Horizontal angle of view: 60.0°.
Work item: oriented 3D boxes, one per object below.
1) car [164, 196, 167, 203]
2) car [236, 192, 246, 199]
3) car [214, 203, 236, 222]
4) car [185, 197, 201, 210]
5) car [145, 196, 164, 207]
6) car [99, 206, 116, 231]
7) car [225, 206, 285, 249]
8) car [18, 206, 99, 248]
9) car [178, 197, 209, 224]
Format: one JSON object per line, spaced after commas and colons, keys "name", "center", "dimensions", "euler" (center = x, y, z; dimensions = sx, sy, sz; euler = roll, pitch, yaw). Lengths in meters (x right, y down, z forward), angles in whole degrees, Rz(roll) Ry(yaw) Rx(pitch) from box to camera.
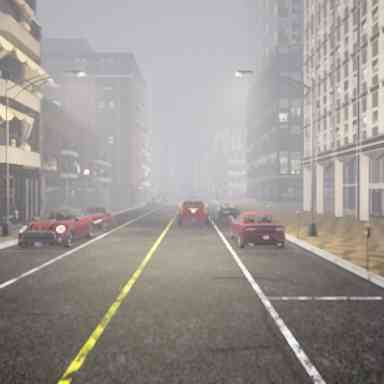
{"name": "car", "center": [-5.698, 1.446, 53.838], "dimensions": [2.008, 1.369, 4.403], "euler": [0, 0, 0]}
{"name": "car", "center": [14.683, 0.871, 86.718], "dimensions": [5.009, 1.841, 2.192], "euler": [-1, 1, 0]}
{"name": "car", "center": [2.685, 1.496, 25.597], "dimensions": [2.008, 1.369, 4.403], "euler": [0, 0, 0]}
{"name": "car", "center": [0.095, 1.391, 42.333], "dimensions": [1.882, 1.535, 5.008], "euler": [0, 0, 0]}
{"name": "car", "center": [-5.698, 1.455, 48.190], "dimensions": [2.008, 1.369, 4.403], "euler": [0, 0, 0]}
{"name": "car", "center": [-5.694, 1.539, 19.947], "dimensions": [1.802, 1.307, 4.206], "euler": [0, 0, 0]}
{"name": "car", "center": [2.687, 1.513, 14.299], "dimensions": [1.887, 1.381, 4.507], "euler": [0, 0, 0]}
{"name": "car", "center": [-5.694, 1.409, 14.298], "dimensions": [1.967, 1.590, 4.097], "euler": [0, 0, 0]}
{"name": "car", "center": [0.097, 1.299, 24.281], "dimensions": [2.097, 1.767, 4.553], "euler": [0, 0, 0]}
